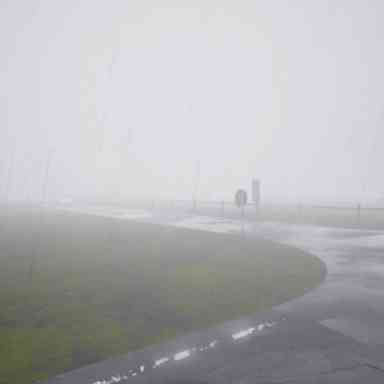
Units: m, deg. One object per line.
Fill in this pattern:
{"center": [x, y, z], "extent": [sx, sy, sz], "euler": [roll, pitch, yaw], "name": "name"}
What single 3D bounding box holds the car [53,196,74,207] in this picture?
{"center": [-17.295, 1.210, 44.598], "extent": [1.812, 1.442, 4.674], "euler": [-1, 1, -37], "name": "car"}
